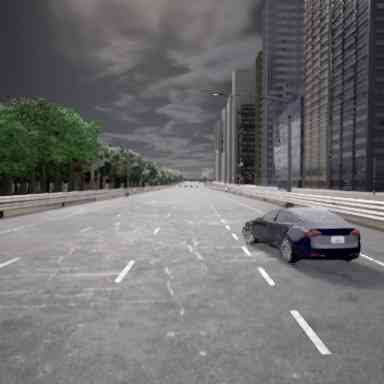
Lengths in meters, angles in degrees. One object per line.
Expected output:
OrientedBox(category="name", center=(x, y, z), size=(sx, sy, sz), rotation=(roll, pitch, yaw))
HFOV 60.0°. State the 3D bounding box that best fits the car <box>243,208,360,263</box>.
OrientedBox(category="car", center=(3.331, 1.221, 10.905), size=(2.163, 1.488, 4.792), rotation=(0, 1, -11))
